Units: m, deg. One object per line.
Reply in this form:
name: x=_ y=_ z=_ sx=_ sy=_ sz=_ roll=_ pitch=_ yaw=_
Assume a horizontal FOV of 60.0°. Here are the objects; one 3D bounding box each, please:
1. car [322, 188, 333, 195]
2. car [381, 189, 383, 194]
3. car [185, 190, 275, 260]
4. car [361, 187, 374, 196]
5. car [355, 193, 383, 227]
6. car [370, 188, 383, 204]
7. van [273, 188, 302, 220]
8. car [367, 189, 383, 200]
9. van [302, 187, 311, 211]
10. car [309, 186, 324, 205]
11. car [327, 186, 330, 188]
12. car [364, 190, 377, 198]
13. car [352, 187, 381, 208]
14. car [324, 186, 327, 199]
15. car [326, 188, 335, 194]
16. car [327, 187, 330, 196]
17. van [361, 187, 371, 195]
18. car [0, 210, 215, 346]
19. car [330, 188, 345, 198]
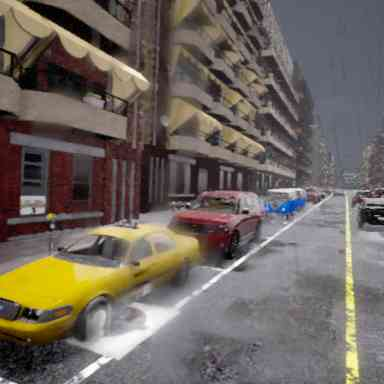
car: x=29.045 y=-0.110 z=71.463 sx=1.887 sy=1.381 sz=4.507 roll=4 pitch=3 yaw=25
car: x=19.839 y=0.809 z=32.991 sx=1.967 sy=1.590 sz=4.097 roll=4 pitch=3 yaw=25
car: x=1.054 y=0.920 z=11.298 sx=2.192 sy=1.841 sz=5.009 roll=4 pitch=3 yaw=25
car: x=38.477 y=-0.118 z=73.114 sx=2.192 sy=1.841 sz=5.009 roll=4 pitch=3 yaw=25
car: x=10.216 y=1.085 z=18.347 sx=1.882 sy=1.535 sz=5.008 roll=3 pitch=2 yaw=25
car: x=24.475 y=0.471 z=43.030 sx=2.192 sy=1.841 sz=5.009 roll=4 pitch=3 yaw=25
van: x=5.720 y=0.719 z=21.323 sx=1.690 sy=1.788 sz=3.998 roll=4 pitch=3 yaw=25
car: x=29.136 y=0.392 z=53.064 sx=1.967 sy=1.590 sz=4.097 roll=4 pitch=3 yaw=25
van: x=8.054 y=0.609 z=26.337 sx=1.690 sy=1.788 sz=3.998 roll=4 pitch=3 yaw=25
car: x=12.723 y=0.367 z=36.361 sx=2.192 sy=1.841 sz=5.009 roll=4 pitch=3 yaw=25
car: x=26.723 y=-0.245 z=66.439 sx=2.192 sy=1.841 sz=5.009 roll=4 pitch=3 yaw=25
car: x=33.797 y=0.337 z=63.097 sx=1.802 sy=1.307 sz=4.206 roll=4 pitch=3 yaw=25
car: x=17.075 y=0.640 z=33.042 sx=2.097 sy=1.767 sz=4.553 roll=3 pitch=2 yaw=25
car: x=15.056 y=0.261 z=41.373 sx=2.192 sy=1.841 sz=5.009 roll=4 pitch=3 yaw=25
car: x=36.044 y=-0.347 z=86.507 sx=1.802 sy=1.307 sz=4.206 roll=4 pitch=3 yaw=25
car: x=19.711 y=0.303 z=51.412 sx=1.947 sy=1.339 sz=4.313 roll=4 pitch=3 yaw=25
van: x=40.809 y=-0.183 z=78.130 sx=1.690 sy=1.788 sz=3.998 roll=4 pitch=3 yaw=25
car: x=-1.363 y=1.250 z=6.141 sx=1.752 sy=1.417 sz=4.829 roll=4 pitch=3 yaw=25
car: x=25.621 y=0.285 z=58.079 sx=1.895 sy=1.301 sz=4.718 roll=3 pitch=2 yaw=25
